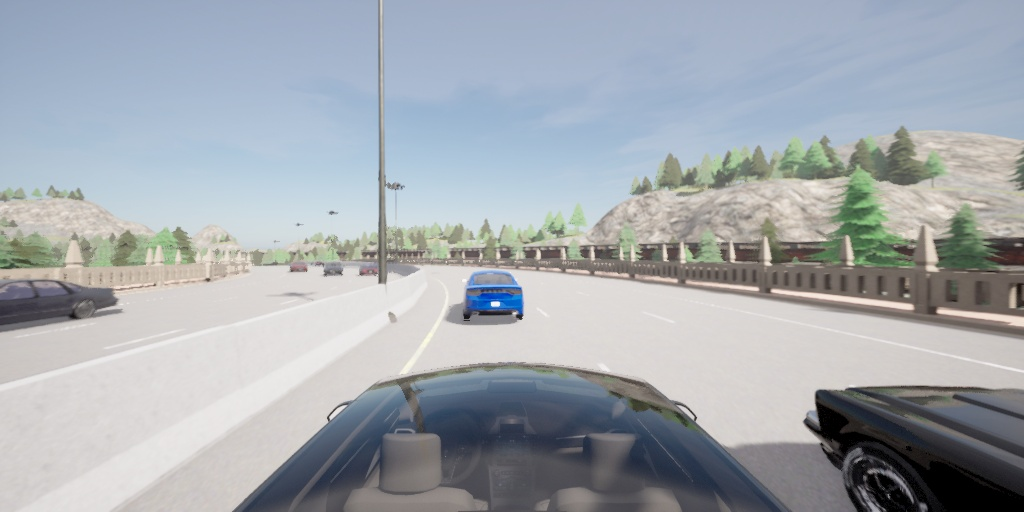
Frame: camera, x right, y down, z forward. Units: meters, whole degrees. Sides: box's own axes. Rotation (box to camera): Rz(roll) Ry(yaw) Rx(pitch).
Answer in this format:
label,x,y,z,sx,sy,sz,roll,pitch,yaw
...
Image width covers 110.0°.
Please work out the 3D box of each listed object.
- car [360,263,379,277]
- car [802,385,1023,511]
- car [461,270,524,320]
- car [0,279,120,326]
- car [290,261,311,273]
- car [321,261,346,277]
label,x,y,z,sx,sy,sz,roll,pitch,yaw
car,-15.003,1.433,37.874,1.994,1.385,4.181,0,0,-24
car,3.487,1.336,0.977,1.895,1.301,4.718,0,0,0
car,-0.759,1.236,12.778,1.882,1.535,5.008,0,0,-6
car,-14.657,1.378,10.276,2.033,1.411,5.357,0,0,-6
car,-29.215,1.489,49.158,1.882,1.535,5.008,-1,0,-34
car,-19.059,1.412,38.394,1.837,1.490,4.892,0,-1,-26
